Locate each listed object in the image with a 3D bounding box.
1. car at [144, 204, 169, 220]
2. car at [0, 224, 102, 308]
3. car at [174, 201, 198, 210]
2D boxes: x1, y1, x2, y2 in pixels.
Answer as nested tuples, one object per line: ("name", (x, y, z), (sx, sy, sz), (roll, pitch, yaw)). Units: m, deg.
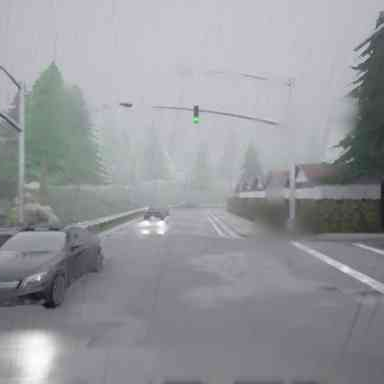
("car", (-3.601, 2.028, 32.879), (1.895, 1.301, 4.718), (0, -1, 0))
("car", (-3.503, 1.547, 8.061), (1.812, 1.442, 4.674), (0, 0, 0))
("car", (-0.942, 2.221, 57.142), (2.128, 1.511, 4.902), (-1, -1, 41))
